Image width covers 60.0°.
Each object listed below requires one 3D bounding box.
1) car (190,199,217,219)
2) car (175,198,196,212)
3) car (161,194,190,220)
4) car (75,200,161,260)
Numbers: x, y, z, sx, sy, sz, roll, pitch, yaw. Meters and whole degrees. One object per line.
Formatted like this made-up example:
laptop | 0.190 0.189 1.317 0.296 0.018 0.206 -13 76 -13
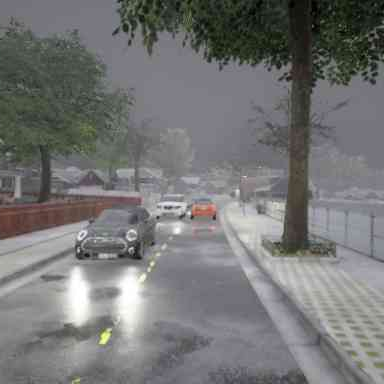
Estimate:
car | 1.098 1.371 29.311 2.097 1.767 4.553 0 0 4
car | -0.724 1.521 40.525 1.882 1.535 5.008 0 0 6
car | -1.698 1.218 29.014 2.150 2.045 5.566 0 0 4
car | -2.596 1.338 12.288 2.097 1.767 4.553 0 0 2
